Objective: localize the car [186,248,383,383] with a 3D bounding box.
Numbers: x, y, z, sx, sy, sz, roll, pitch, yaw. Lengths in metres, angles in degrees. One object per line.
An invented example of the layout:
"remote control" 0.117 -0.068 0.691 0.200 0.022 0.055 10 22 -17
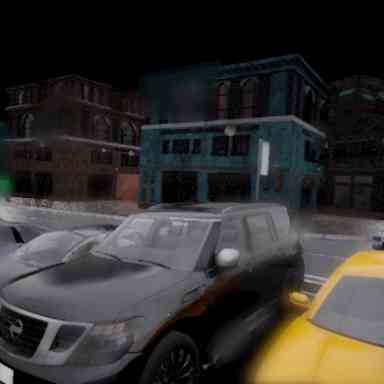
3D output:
"car" 2.287 1.476 3.522 2.097 1.535 5.008 0 0 35

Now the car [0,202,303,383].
"car" -0.006 1.217 5.116 2.435 2.045 5.566 0 0 36
